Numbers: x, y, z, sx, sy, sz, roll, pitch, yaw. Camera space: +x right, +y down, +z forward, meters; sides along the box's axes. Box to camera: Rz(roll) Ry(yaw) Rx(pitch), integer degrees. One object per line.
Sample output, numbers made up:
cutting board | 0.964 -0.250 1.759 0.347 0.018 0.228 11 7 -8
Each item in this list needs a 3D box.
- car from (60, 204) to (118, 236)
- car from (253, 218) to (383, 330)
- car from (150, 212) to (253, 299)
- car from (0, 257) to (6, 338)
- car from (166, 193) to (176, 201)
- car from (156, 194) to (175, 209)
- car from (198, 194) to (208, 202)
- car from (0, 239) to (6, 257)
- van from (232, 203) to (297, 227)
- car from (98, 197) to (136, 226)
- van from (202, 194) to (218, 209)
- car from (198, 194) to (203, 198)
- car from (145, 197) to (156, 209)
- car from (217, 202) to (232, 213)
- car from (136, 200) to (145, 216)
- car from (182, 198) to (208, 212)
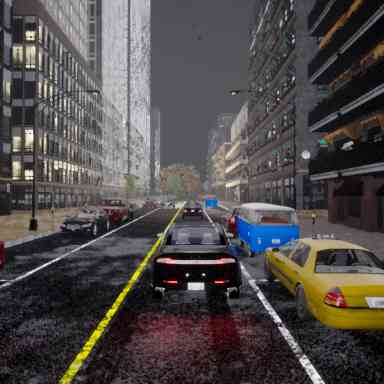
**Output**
car | -5.697 1.556 18.143 2.008 1.369 4.403 1 0 0
car | 2.695 1.527 7.014 1.752 1.417 4.829 1 0 0
car | 0.087 1.494 8.440 2.128 1.511 4.902 0 0 0
car | -3.103 1.548 1.442 2.033 1.411 5.357 0 0 0
car | -5.773 1.347 91.688 2.192 1.841 5.009 1 0 0
car | -3.043 1.257 42.719 2.128 1.511 4.902 0 0 0
car | 2.625 1.343 80.389 2.192 1.841 5.009 1 0 0
car | -5.685 1.547 6.829 1.887 1.381 4.507 1 0 0
van | 2.692 1.345 12.501 1.690 1.788 3.998 1 0 0
car | -5.699 1.322 23.800 2.192 1.841 5.009 1 0 0
van | 2.659 1.356 46.445 1.690 1.788 3.998 1 0 0
car | 2.633 1.574 69.073 2.008 1.369 4.403 1 0 0
car | -5.723 1.455 46.430 1.967 1.590 4.097 1 0 0
car | 2.685 1.446 18.158 1.967 1.590 4.097 1 0 0
car | -5.708 1.575 29.457 1.947 1.339 4.313 1 0 0
car | 0.067 1.557 28.956 2.033 1.411 5.357 0 0 0
